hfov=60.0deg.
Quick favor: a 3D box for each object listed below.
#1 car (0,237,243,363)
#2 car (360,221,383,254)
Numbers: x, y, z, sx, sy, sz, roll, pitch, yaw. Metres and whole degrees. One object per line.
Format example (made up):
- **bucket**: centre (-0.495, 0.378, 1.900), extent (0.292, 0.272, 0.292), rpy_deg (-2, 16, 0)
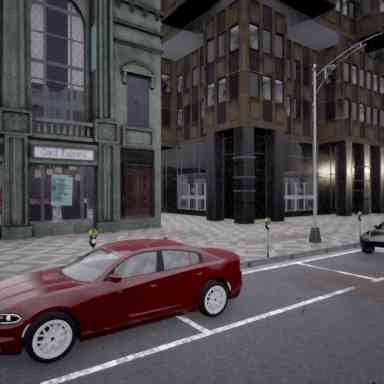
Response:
- **car**: centre (-1.116, 1.545, 5.856), extent (4.507, 1.381, 1.887), rpy_deg (0, 0, -36)
- **car**: centre (8.059, 1.566, 12.406), extent (4.313, 1.339, 1.947), rpy_deg (0, 0, -36)
